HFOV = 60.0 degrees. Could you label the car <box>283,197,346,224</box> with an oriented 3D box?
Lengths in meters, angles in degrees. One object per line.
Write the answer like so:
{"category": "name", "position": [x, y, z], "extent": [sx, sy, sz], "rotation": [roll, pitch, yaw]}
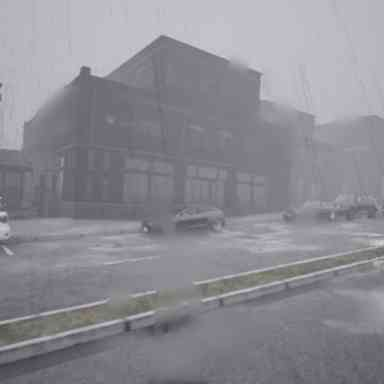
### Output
{"category": "car", "position": [8.656, 1.392, 24.226], "extent": [4.892, 1.521, 2.231], "rotation": [0, 0, -36]}

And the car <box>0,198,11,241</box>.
{"category": "car", "position": [-9.308, 1.172, 11.295], "extent": [5.566, 2.045, 2.435], "rotation": [0, 0, -36]}

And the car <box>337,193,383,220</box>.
{"category": "car", "position": [13.111, 1.132, 27.433], "extent": [5.566, 2.045, 2.435], "rotation": [0, 0, -36]}

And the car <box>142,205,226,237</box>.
{"category": "car", "position": [-0.346, 1.437, 17.752], "extent": [4.792, 1.488, 2.163], "rotation": [0, 0, -36]}
